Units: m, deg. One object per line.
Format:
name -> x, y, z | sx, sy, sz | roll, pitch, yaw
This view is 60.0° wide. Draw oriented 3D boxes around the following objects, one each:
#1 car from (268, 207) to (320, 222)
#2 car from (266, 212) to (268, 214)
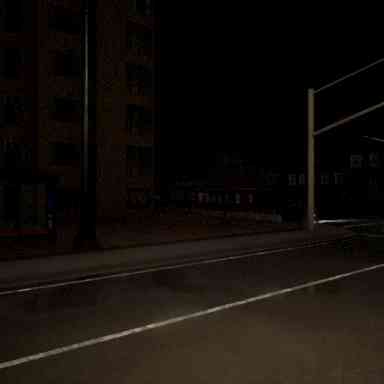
car -> 9.646, 2.062, 30.984 | 1.994, 1.385, 4.181 | 0, -4, -36
car -> 9.592, 2.598, 37.303 | 2.128, 1.511, 4.902 | 0, -9, -36
